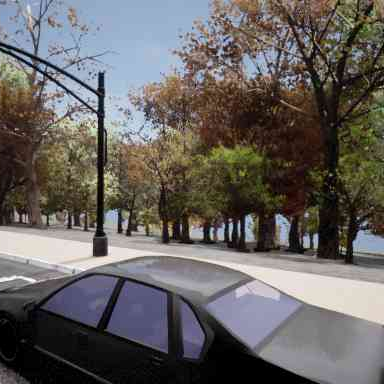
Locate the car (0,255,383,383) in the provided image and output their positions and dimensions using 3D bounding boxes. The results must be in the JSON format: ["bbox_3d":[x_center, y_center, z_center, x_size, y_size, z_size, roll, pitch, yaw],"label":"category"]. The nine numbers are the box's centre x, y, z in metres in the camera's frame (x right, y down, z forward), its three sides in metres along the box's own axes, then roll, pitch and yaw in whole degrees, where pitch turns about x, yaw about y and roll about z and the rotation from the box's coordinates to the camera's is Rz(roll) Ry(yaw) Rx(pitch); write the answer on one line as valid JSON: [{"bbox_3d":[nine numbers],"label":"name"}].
[{"bbox_3d":[-0.528,1.547,4.055,5.357,1.411,2.033,0,0,35],"label":"car"}]
